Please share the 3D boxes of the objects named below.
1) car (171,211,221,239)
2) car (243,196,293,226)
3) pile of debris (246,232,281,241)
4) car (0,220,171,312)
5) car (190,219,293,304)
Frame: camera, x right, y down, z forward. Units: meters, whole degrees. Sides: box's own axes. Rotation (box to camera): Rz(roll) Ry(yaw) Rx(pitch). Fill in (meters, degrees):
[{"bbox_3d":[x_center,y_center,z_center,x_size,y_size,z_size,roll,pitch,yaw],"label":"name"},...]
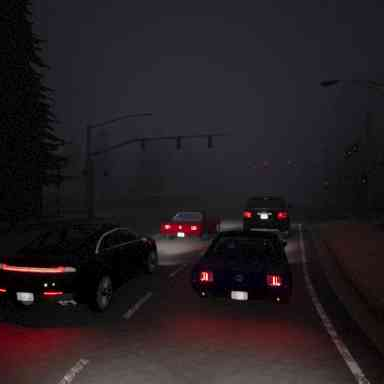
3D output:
[{"bbox_3d":[0.163,1.600,16.806,1.895,1.301,4.718,0,0,17],"label":"car"},{"bbox_3d":[4.062,1.221,17.623,2.150,2.045,5.566,0,0,17],"label":"car"},{"bbox_3d":[3.538,2.175,16.343,1.500,0.140,1.860,0,0,17],"label":"pile of debris"},{"bbox_3d":[-2.240,1.491,7.793,2.128,1.511,4.902,0,0,11],"label":"car"},{"bbox_3d":[1.387,1.600,8.227,1.895,1.301,4.718,0,0,13],"label":"car"}]
